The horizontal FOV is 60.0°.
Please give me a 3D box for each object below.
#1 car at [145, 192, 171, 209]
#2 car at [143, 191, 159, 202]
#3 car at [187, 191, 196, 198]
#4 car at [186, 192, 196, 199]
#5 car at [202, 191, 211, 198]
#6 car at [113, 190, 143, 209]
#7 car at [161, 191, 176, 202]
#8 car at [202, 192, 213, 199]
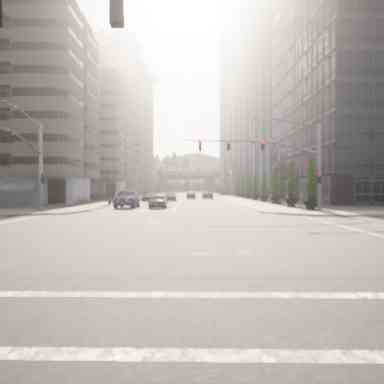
[{"bbox_3d":[-3.687,1.064,36.594,1.837,1.490,4.892,0,1,0],"label":"car"},{"bbox_3d":[-7.190,0.806,55.769,1.882,1.535,5.008,0,0,0],"label":"car"},{"bbox_3d":[-0.197,0.594,76.985,1.994,1.385,4.181,0,1,0],"label":"car"},{"bbox_3d":[-0.173,0.662,67.658,1.882,1.535,5.008,0,1,0],"label":"car"},{"bbox_3d":[3.302,0.598,77.168,1.994,1.385,4.181,0,1,0],"label":"car"},{"bbox_3d":[-7.186,0.777,36.929,2.150,2.045,5.566,0,1,0],"label":"car"},{"bbox_3d":[-3.689,0.794,56.702,1.882,1.535,5.008,0,1,0],"label":"car"},{"bbox_3d":[3.325,0.676,68.500,1.837,1.490,4.892,0,1,0],"label":"car"}]
